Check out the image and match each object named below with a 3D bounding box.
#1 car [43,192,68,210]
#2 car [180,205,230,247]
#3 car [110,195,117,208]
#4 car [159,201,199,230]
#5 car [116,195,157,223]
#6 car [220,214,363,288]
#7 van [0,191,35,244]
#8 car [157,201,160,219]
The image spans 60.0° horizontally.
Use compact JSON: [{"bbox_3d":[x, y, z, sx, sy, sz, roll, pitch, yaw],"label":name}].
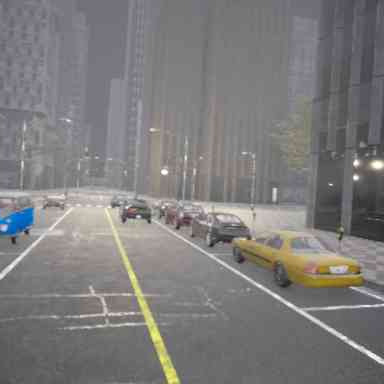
[{"bbox_3d":[-11.740,0.738,28.769,2.008,1.369,4.403,3,0,-16],"label":"car"},{"bbox_3d":[1.107,1.562,14.864,2.008,1.369,4.403,3,0,-16],"label":"car"},{"bbox_3d":[-7.597,0.979,35.357,1.994,1.385,4.181,3,0,-16],"label":"car"},{"bbox_3d":[-0.443,1.337,20.285,1.967,1.590,4.097,3,0,-16],"label":"car"},{"bbox_3d":[-3.847,1.191,22.363,1.837,1.490,4.892,3,0,-16],"label":"car"},{"bbox_3d":[2.617,1.646,9.607,1.752,1.417,4.829,3,0,-16],"label":"car"},{"bbox_3d":[-7.060,0.872,12.505,1.690,1.788,3.998,3,0,-16],"label":"van"},{"bbox_3d":[-2.005,1.333,25.707,2.008,1.369,4.403,3,0,-16],"label":"car"}]
